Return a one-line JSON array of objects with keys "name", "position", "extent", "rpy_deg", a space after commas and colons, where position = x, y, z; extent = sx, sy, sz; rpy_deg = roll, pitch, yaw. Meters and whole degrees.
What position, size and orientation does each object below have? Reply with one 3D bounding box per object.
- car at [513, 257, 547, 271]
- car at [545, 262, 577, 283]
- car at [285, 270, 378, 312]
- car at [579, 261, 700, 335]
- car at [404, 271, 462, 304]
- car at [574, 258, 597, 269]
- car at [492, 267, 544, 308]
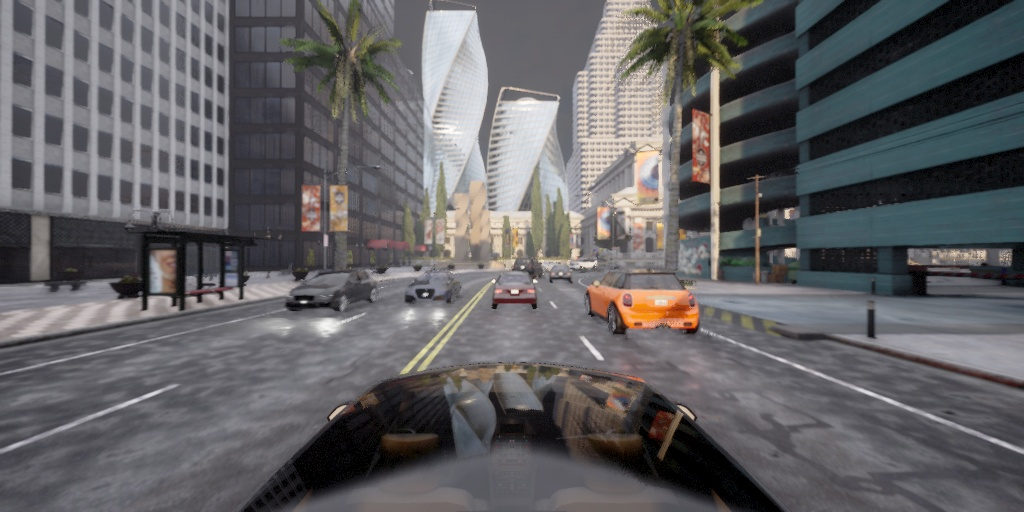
[{"name": "car", "position": [1.630, 1.163, 35.136], "extent": [2.150, 2.045, 5.566], "rpy_deg": [0, 0, 14]}, {"name": "car", "position": [4.142, 1.462, 30.345], "extent": [2.033, 1.411, 5.357], "rpy_deg": [0, 0, 8]}, {"name": "car", "position": [-7.057, 1.329, 14.604], "extent": [1.837, 1.490, 4.892], "rpy_deg": [0, 0, 0]}, {"name": "car", "position": [3.602, 1.154, 10.805], "extent": [2.097, 1.767, 4.553], "rpy_deg": [0, 0, 0]}, {"name": "car", "position": [-3.538, 1.400, 16.698], "extent": [1.994, 1.385, 4.181], "rpy_deg": [0, 0, 1]}, {"name": "car", "position": [11.288, 1.287, 56.630], "extent": [5.566, 2.045, 2.150], "rpy_deg": [0, 0, -39]}, {"name": "car", "position": [0.103, 1.378, 15.687], "extent": [2.033, 1.411, 5.357], "rpy_deg": [0, 0, 0]}]
